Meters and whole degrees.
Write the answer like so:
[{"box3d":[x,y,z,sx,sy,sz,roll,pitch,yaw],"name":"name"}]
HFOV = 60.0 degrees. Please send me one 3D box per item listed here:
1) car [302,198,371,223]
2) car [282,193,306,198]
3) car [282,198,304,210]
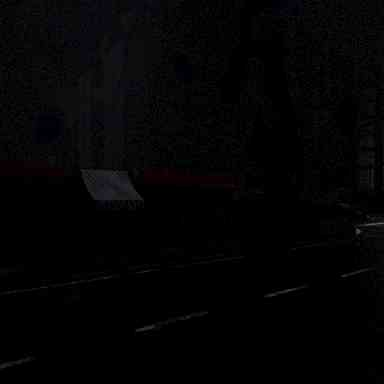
[{"box3d":[11.173,1.470,25.556,1.812,1.442,4.674,0,0,-36],"name":"car"},{"box3d":[17.141,1.114,57.714,1.905,1.878,3.866,0,0,-36],"name":"car"},{"box3d":[10.806,1.545,32.034,1.895,1.301,4.718,0,0,-36],"name":"car"}]
